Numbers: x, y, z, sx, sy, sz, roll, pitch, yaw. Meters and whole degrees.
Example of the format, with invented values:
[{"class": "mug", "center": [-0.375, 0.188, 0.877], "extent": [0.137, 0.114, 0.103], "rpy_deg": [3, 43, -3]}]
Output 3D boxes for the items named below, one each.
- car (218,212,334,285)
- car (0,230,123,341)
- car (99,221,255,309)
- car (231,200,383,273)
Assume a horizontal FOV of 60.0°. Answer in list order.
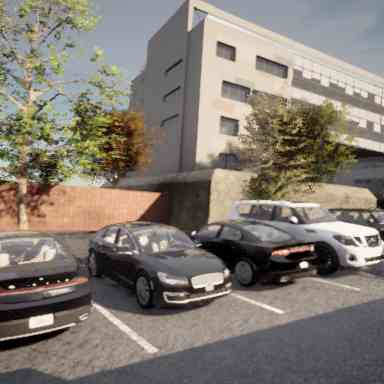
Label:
[{"class": "car", "center": [1.203, 1.558, 9.817], "extent": [2.097, 1.535, 5.008], "rpy_deg": [1, 0, -35]}, {"class": "car", "center": [-3.446, 1.491, 6.501], "extent": [2.231, 1.521, 4.892], "rpy_deg": [1, 0, -35]}, {"class": "car", "center": [-1.078, 1.526, 8.205], "extent": [2.231, 1.521, 4.892], "rpy_deg": [1, 0, -35]}, {"class": "car", "center": [3.494, 1.340, 11.423], "extent": [2.435, 2.045, 5.566], "rpy_deg": [1, 0, -35]}]
